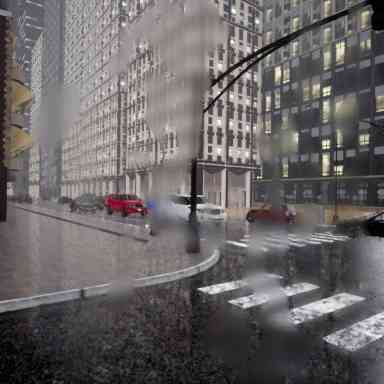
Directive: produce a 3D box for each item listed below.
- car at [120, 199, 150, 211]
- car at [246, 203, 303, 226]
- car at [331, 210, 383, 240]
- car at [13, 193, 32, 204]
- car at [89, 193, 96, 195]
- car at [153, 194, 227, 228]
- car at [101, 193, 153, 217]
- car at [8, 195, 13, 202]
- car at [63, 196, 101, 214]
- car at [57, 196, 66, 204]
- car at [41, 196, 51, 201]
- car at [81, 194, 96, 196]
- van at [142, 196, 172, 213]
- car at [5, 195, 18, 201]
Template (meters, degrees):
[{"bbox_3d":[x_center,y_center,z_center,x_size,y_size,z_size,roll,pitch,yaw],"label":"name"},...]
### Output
[{"bbox_3d":[-7.301,1.584,42.376,2.008,1.369,4.403,1,-1,-35],"label":"car"},{"bbox_3d":[5.784,1.505,23.956,1.967,1.590,4.097,1,-1,-35],"label":"car"},{"bbox_3d":[9.496,1.560,15.755,5.357,1.411,2.033,0,0,21],"label":"car"},{"bbox_3d":[-30.482,1.155,60.554,2.192,1.841,5.009,1,-1,-35],"label":"car"},{"bbox_3d":[-14.411,1.380,53.123,2.097,1.767,4.553,1,-1,-35],"label":"car"},{"bbox_3d":[-0.095,1.170,22.241,2.150,2.045,5.566,1,-1,-35],"label":"car"},{"bbox_3d":[-6.069,1.155,30.649,2.150,2.045,5.566,1,-1,-35],"label":"car"},{"bbox_3d":[-37.028,1.396,69.762,1.947,1.339,4.313,1,-1,-35],"label":"car"},{"bbox_3d":[-10.862,1.427,32.920,2.008,1.369,4.403,1,-1,-35],"label":"car"},{"bbox_3d":[-22.490,1.484,59.284,1.812,1.442,4.674,1,-1,-35],"label":"car"},{"bbox_3d":[-36.738,1.570,83.824,1.802,1.307,4.206,1,-1,-35],"label":"car"},{"bbox_3d":[-17.082,1.445,51.676,1.882,1.535,5.008,1,-1,-35],"label":"car"},{"bbox_3d":[-4.027,1.382,37.773,1.690,1.788,3.998,1,-1,-35],"label":"van"},{"bbox_3d":[-40.298,1.377,74.368,2.008,1.369,4.403,1,-1,-35],"label":"car"}]
